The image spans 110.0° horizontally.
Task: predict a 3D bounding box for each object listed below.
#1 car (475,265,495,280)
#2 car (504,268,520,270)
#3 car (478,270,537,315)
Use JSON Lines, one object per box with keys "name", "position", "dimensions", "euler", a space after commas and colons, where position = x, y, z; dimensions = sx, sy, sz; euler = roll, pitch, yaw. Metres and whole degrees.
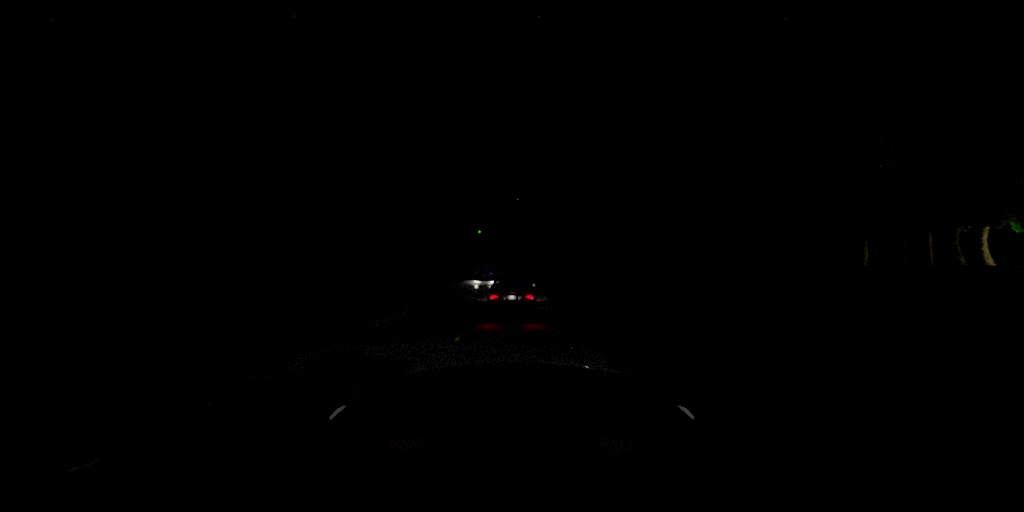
{"name": "car", "position": [-2.799, 1.700, 37.716], "dimensions": [1.882, 1.535, 5.008], "euler": [0, -1, 0]}
{"name": "car", "position": [-0.005, 1.655, 29.455], "dimensions": [2.033, 1.411, 5.357], "euler": [0, -1, 0]}
{"name": "car", "position": [0.001, 1.455, 14.416], "dimensions": [2.033, 1.411, 5.357], "euler": [0, -1, 0]}
